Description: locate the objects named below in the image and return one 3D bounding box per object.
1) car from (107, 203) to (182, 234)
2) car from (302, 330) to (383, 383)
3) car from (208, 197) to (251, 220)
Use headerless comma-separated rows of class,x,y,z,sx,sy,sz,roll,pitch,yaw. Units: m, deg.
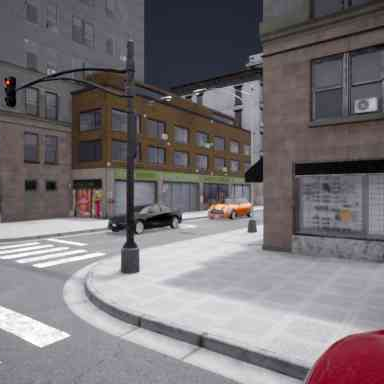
car,-2.549,1.408,18.989,1.882,1.535,5.008,0,0,34
car,2.745,1.315,0.843,5.009,1.841,2.192,0,0,36
car,3.154,1.240,26.976,2.097,1.767,4.553,0,0,35
